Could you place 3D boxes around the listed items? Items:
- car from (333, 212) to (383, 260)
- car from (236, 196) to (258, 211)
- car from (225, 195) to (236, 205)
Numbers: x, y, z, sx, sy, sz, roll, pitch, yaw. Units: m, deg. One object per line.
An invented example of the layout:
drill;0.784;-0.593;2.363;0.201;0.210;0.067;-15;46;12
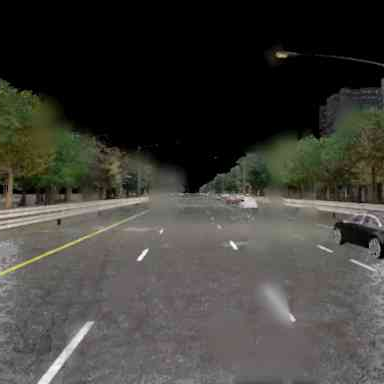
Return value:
car;6.999;1.493;12.499;2.128;1.511;4.902;0;0;0
car;7.005;1.549;41.373;1.812;1.442;4.674;0;0;0
car;7.042;1.388;58.928;2.097;1.767;4.553;0;0;0
